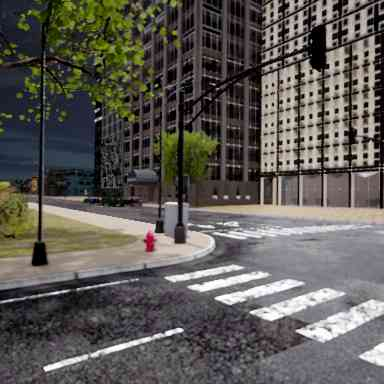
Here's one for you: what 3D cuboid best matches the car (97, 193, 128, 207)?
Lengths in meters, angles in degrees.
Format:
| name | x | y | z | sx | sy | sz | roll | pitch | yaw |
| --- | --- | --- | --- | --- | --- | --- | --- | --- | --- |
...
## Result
| name | x | y | z | sx | sy | sz | roll | pitch | yaw |
| --- | --- | --- | --- | --- | --- | --- | --- | --- | --- |
| car | -12.275 | 1.187 | 51.286 | 2.150 | 2.045 | 5.566 | 1 | 0 | -33 |

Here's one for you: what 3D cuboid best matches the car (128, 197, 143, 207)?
| name | x | y | z | sx | sy | sz | roll | pitch | yaw |
| --- | --- | --- | --- | --- | --- | --- | --- | --- | --- |
| car | -9.547 | 1.506 | 53.017 | 2.128 | 1.511 | 4.902 | 1 | 0 | -34 |

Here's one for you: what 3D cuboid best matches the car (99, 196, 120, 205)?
| name | x | y | z | sx | sy | sz | roll | pitch | yaw |
| --- | --- | --- | --- | --- | --- | --- | --- | --- | --- |
| car | -15.339 | 1.546 | 61.677 | 2.033 | 1.411 | 5.357 | 1 | 0 | -34 |

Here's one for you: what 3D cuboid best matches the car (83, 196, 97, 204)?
| name | x | y | z | sx | sy | sz | roll | pitch | yaw |
| --- | --- | --- | --- | --- | --- | --- | --- | --- | --- |
| car | -18.040 | 1.497 | 59.871 | 2.033 | 1.411 | 5.357 | 1 | 0 | -34 |
